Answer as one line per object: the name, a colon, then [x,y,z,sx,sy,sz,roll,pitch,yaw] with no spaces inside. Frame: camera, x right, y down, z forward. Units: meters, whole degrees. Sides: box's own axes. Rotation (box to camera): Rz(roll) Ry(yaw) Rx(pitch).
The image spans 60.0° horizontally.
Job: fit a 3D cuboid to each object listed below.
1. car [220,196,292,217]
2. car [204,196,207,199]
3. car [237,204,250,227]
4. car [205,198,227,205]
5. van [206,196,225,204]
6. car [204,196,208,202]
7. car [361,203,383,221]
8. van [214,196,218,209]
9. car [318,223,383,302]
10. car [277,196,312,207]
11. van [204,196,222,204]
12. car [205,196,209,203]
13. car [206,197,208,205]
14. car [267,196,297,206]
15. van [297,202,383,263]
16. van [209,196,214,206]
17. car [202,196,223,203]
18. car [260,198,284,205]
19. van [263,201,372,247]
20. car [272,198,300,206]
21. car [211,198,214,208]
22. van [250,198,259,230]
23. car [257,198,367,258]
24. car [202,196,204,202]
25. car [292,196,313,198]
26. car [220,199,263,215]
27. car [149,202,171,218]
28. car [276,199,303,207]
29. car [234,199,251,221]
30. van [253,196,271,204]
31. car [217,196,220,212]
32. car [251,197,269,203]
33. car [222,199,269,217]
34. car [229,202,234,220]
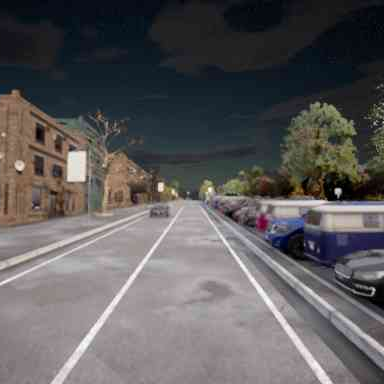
car: [5.624,1.521,29.758,5.566,2.045,2.435,0,0,0]
car: [5.564,2.104,71.796,4.892,1.521,2.231,0,-1,0]
car: [5.663,1.710,21.346,4.892,1.521,2.231,0,0,0]
car: [5.552,2.163,77.407,5.008,1.535,2.097,0,-1,0]
van: [5.668,1.967,80.213,4.442,1.987,1.878,0,-1,0]
car: [5.544,2.105,68.998,4.792,1.488,2.163,0,-1,0]
car: [18.546,1.772,30.180,5.366,1.575,1.946,0,0,0]
van: [5.507,1.651,43.773,4.442,1.987,1.878,0,0,0]
car: [5.703,1.599,7.327,4.892,1.521,2.231,0,-1,0]
car: [18.641,1.753,60.843,5.566,2.045,2.435,0,0,0]
van: [5.427,2.027,85.819,4.442,1.987,1.878,0,-1,0]
car: [5.580,2.024,63.391,5.008,1.535,2.097,0,0,0]
car: [5.776,1.999,60.591,5.366,1.575,1.946,0,0,0]
car: [18.625,1.826,69.198,5.566,2.045,2.435,0,-1,0]
van: [5.808,1.400,10.137,4.442,1.987,1.878,0,-1,0]
van: [5.485,1.735,54.986,4.442,1.987,1.878,0,0,0]
car: [5.565,2.065,91.424,5.566,2.045,2.435,0,-1,0]
car: [18.631,2.165,77.548,5.008,1.535,2.097,0,-1,0]
van: [5.797,1.442,15.742,4.442,1.987,1.878,0,0,0]
car: [18.653,2.052,66.409,5.008,1.535,2.097,0,-1,0]
car: [5.613,1.898,46.575,5.008,1.535,2.097,0,0,0]
van: [5.791,1.463,18.545,4.442,1.987,1.878,0,0,0]
car: [5.658,1.395,12.938,5.566,2.045,2.435,0,0,0]
car: [5.591,1.882,74.606,5.566,2.045,2.435,0,-1,0]
car: [18.647,1.733,58.181,5.566,2.045,2.435,0,0,0]
car: [5.604,1.709,38.166,4.553,1.767,2.185,0,0,0]
car: [-3.271,1.839,34.598,1.837,1.490,4.892,0,-1,0]
car: [18.661,2.068,63.748,4.674,1.452,2.002,0,-1,0]
car: [5.695,1.605,24.150,4.553,1.767,2.185,0,0,0]
van: [18.735,2.058,88.694,4.442,1.987,1.878,0,-1,0]
car: [5.618,1.542,32.561,5.566,2.045,2.435,0,0,0]
car: [18.585,2.191,91.473,4.553,1.767,2.185,0,-1,0]
car: [5.610,1.688,35.363,4.553,1.767,2.185,0,0,0]
car: [5.655,1.791,26.952,4.674,1.452,2.002,0,0,0]
